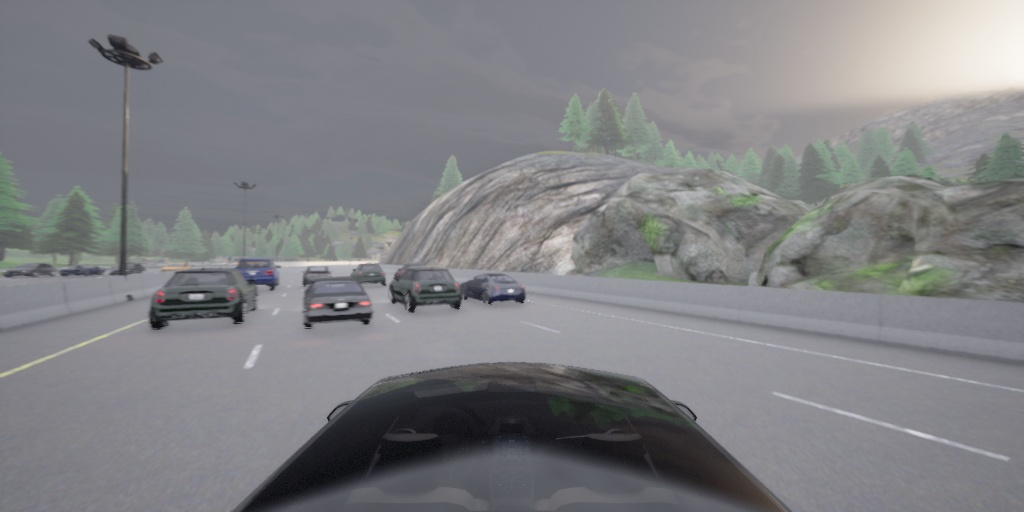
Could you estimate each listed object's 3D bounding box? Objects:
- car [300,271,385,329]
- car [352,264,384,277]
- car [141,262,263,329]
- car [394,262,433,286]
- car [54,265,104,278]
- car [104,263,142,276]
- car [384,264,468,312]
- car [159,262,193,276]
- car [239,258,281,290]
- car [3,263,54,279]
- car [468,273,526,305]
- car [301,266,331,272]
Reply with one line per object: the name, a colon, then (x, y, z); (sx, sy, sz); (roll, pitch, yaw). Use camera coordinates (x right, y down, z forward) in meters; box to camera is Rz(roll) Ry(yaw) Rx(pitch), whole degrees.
car: (-5.844, 1.402, 11.855); (2.033, 1.411, 5.357); (1, -1, -30)
car: (-11.410, 1.398, 28.394); (2.097, 1.767, 4.553); (1, -1, -30)
car: (-9.899, 1.184, 11.911); (2.097, 1.767, 4.553); (1, -1, -30)
car: (-8.389, 1.439, 30.160); (2.097, 1.767, 4.553); (1, -1, -30)
car: (-45.572, 1.586, 38.110); (1.895, 1.301, 4.718); (1, -1, -30)
car: (-42.514, 1.530, 39.810); (1.837, 1.490, 4.892); (1, -1, -30)
car: (-3.851, 1.266, 15.436); (2.097, 1.767, 4.553); (1, -1, -30)
car: (-40.531, 1.562, 43.373); (1.882, 1.535, 5.008); (1, -1, -30)
car: (-16.922, 1.178, 23.929); (2.150, 2.045, 5.566); (1, -1, -30)
car: (-48.535, 1.448, 36.249); (1.837, 1.490, 4.892); (1, -1, -30)
car: (-1.040, 1.524, 17.565); (1.994, 1.385, 4.181); (1, -1, -30)
car: (-14.480, 1.499, 26.707); (2.128, 1.511, 4.902); (1, -1, -30)
